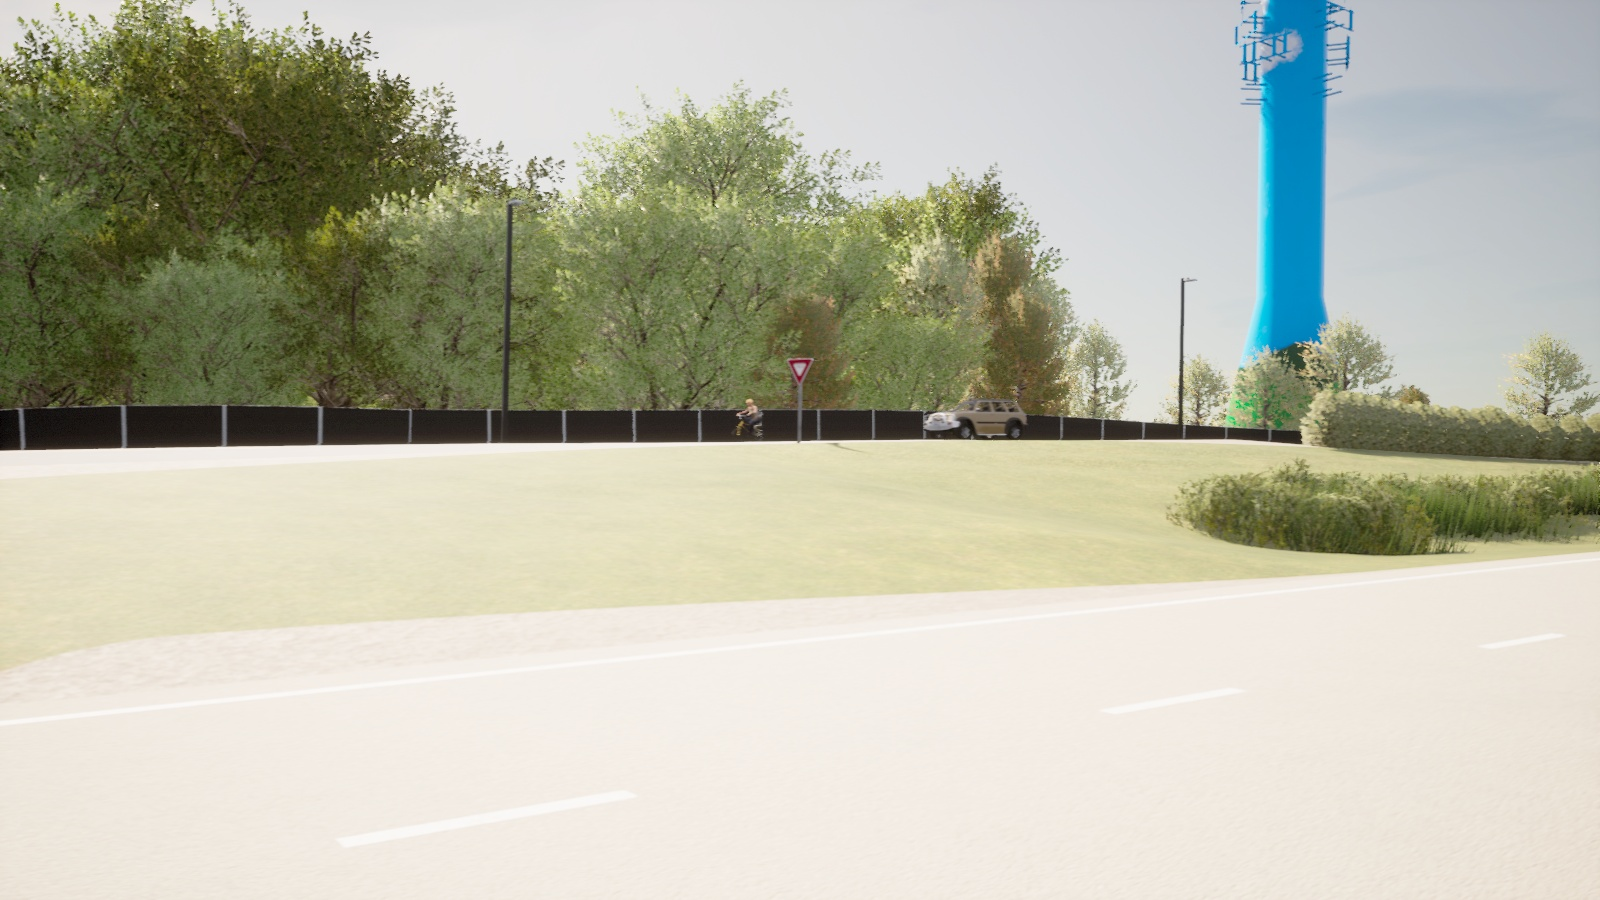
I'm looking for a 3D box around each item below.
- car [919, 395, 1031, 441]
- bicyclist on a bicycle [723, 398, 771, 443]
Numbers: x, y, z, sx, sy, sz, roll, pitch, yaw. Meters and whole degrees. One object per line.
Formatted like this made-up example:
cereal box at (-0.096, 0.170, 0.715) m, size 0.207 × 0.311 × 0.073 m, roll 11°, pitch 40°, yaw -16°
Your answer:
car at (7.486, -1.333, 53.589) m, size 4.605 × 1.855 × 1.932 m, roll -1°, pitch 0°, yaw -34°
bicyclist on a bicycle at (-1.958, -1.094, 46.720) m, size 1.509 × 1.612 × 0.866 m, roll -1°, pitch 0°, yaw -36°
